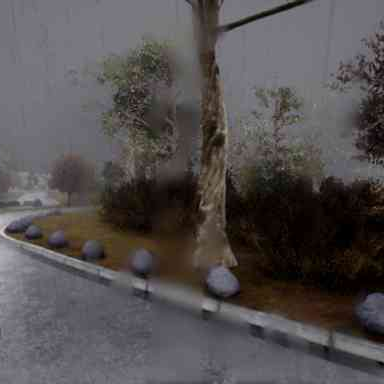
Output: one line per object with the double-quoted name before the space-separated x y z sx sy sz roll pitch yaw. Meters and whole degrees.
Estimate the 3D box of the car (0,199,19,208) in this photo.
"car" -27.977 1.702 50.819 1.895 1.301 4.718 0 0 -7

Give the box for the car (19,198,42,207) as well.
"car" -24.915 1.642 52.142 1.812 1.442 4.674 0 0 -7
